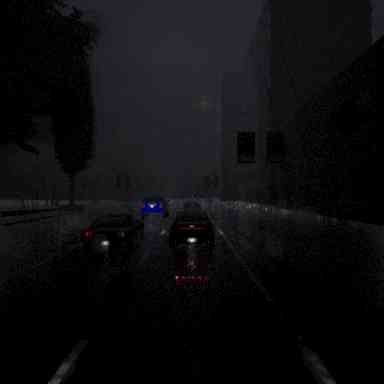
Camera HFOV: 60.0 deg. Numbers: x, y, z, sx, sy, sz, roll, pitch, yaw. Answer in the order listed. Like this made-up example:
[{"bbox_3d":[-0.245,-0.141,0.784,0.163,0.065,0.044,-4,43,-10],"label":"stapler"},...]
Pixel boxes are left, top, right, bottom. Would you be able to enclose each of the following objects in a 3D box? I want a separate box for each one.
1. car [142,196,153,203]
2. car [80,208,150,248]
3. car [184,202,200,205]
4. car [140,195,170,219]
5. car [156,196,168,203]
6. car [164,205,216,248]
[{"bbox_3d":[-9.750,1.552,72.729,1.837,1.490,4.892,0,0,0],"label":"car"},{"bbox_3d":[-3.250,1.620,14.681,1.895,1.301,4.718,0,0,0],"label":"car"},{"bbox_3d":[0.000,1.577,29.653,2.033,1.411,5.357,0,0,0],"label":"car"},{"bbox_3d":[-3.250,1.272,29.684,2.150,2.045,5.566,0,0,0],"label":"car"},{"bbox_3d":[-6.500,1.577,72.729,2.128,1.511,4.902,0,0,0],"label":"car"},{"bbox_3d":[0.000,1.520,14.651,1.837,1.490,4.892,0,0,0],"label":"car"}]
